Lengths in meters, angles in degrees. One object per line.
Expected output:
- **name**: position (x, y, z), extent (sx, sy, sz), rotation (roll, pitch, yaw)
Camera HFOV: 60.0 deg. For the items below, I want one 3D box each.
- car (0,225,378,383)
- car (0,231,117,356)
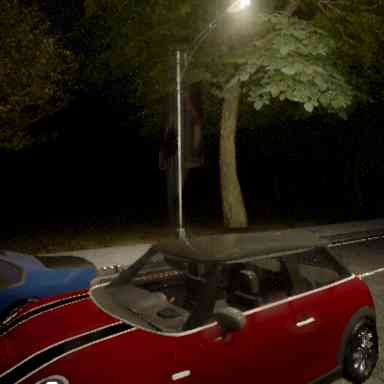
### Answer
- **car**: position (0.100, 1.348, 3.771), extent (4.553, 1.767, 2.097), rotation (0, 0, -36)
- **car**: position (-4.022, 1.548, 4.801), extent (5.357, 1.411, 2.033), rotation (0, 0, -36)
